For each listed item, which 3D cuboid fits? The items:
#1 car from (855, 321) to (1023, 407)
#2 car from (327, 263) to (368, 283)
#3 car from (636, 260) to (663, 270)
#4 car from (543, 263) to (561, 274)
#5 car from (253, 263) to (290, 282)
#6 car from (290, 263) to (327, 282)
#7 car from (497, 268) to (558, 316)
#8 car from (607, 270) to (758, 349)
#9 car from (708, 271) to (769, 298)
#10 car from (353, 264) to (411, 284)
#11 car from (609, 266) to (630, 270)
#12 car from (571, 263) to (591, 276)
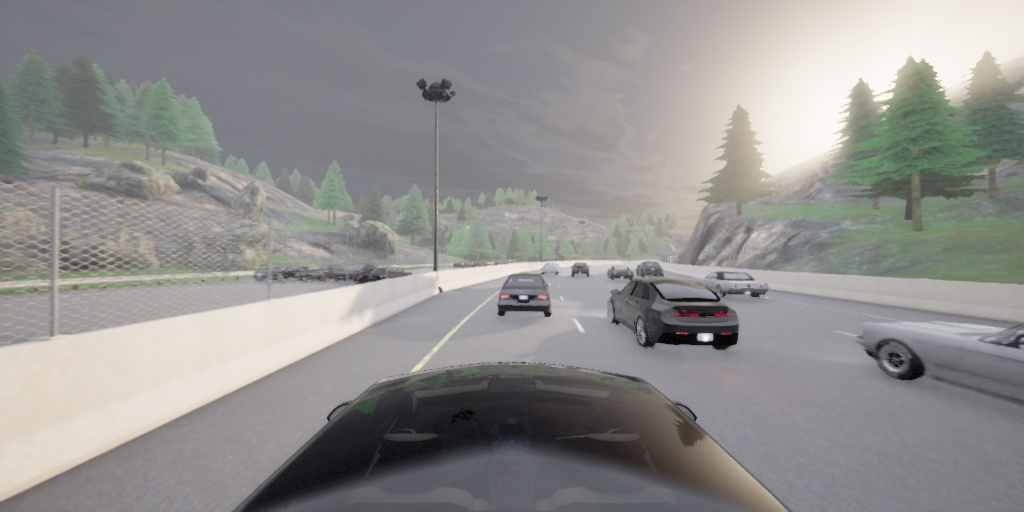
[{"bbox_3d":[7.174,1.392,4.369,1.895,1.301,4.718,0,0,1],"label":"car"},{"bbox_3d":[-12.167,1.319,28.741,1.882,1.535,5.008,0,0,8],"label":"car"},{"bbox_3d":[14.301,1.336,37.445,2.097,1.767,4.553,0,0,11],"label":"car"},{"bbox_3d":[4.793,1.504,43.259,1.812,1.442,4.674,0,0,13],"label":"car"},{"bbox_3d":[-19.068,1.313,29.940,2.128,1.511,4.902,0,0,8],"label":"car"},{"bbox_3d":[-15.543,1.383,30.117,2.033,1.411,5.357,0,0,8],"label":"car"},{"bbox_3d":[0.525,1.361,13.734,2.033,1.411,5.357,0,0,4],"label":"car"},{"bbox_3d":[3.843,1.310,9.356,1.837,1.490,4.892,0,0,2],"label":"car"},{"bbox_3d":[11.533,1.484,19.403,1.895,1.301,4.718,0,0,6],"label":"car"},{"bbox_3d":[-9.047,1.439,25.791,1.895,1.301,4.718,0,0,7],"label":"car"},{"bbox_3d":[9.896,1.548,33.130,1.895,1.301,4.718,0,0,10],"label":"car"},{"bbox_3d":[7.810,1.483,40.679,1.837,1.490,4.892,0,0,12],"label":"car"}]
